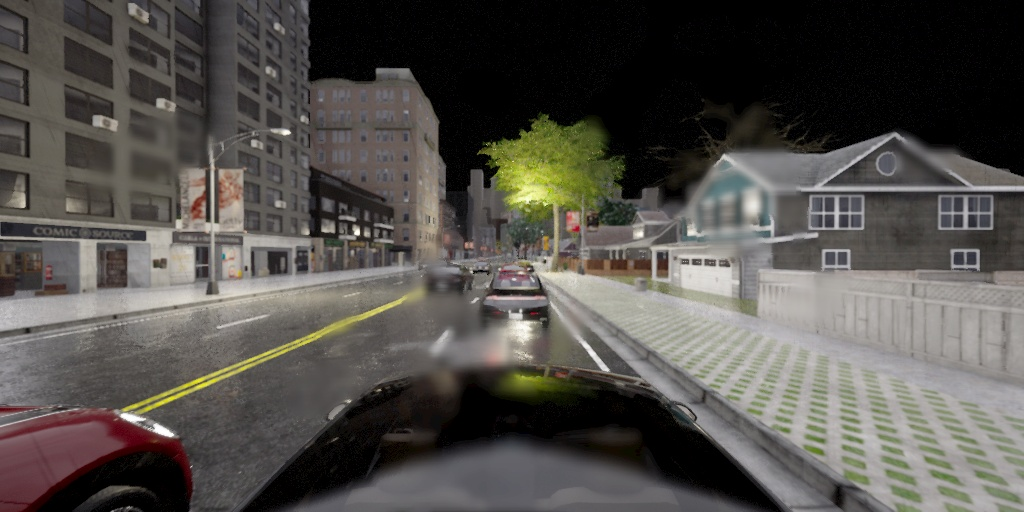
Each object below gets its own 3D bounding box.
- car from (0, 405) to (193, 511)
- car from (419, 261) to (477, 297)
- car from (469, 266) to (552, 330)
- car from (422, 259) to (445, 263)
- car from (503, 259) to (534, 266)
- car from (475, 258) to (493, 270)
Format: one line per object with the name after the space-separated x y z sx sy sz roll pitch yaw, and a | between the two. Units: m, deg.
-3.154 1.105 0.448 2.097 1.767 4.553 0 0 0 | car
-3.115 1.187 18.465 1.882 1.535 5.008 0 0 0 | car
0.116 1.221 10.954 2.128 1.511 4.902 0 0 0 | car
-6.534 1.169 33.182 1.837 1.490 4.892 0 0 0 | car
0.143 1.175 22.506 1.882 1.535 5.008 0 0 0 | car
-3.077 1.196 37.347 2.033 1.411 5.357 0 0 0 | car
